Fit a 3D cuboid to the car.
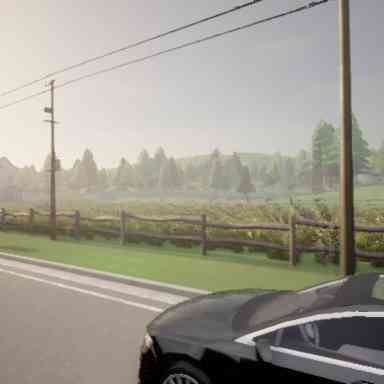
[{"bbox_3d":[1.667,1.494,2.804,4.902,1.511,2.128,-1,0,36],"label":"car"}]
